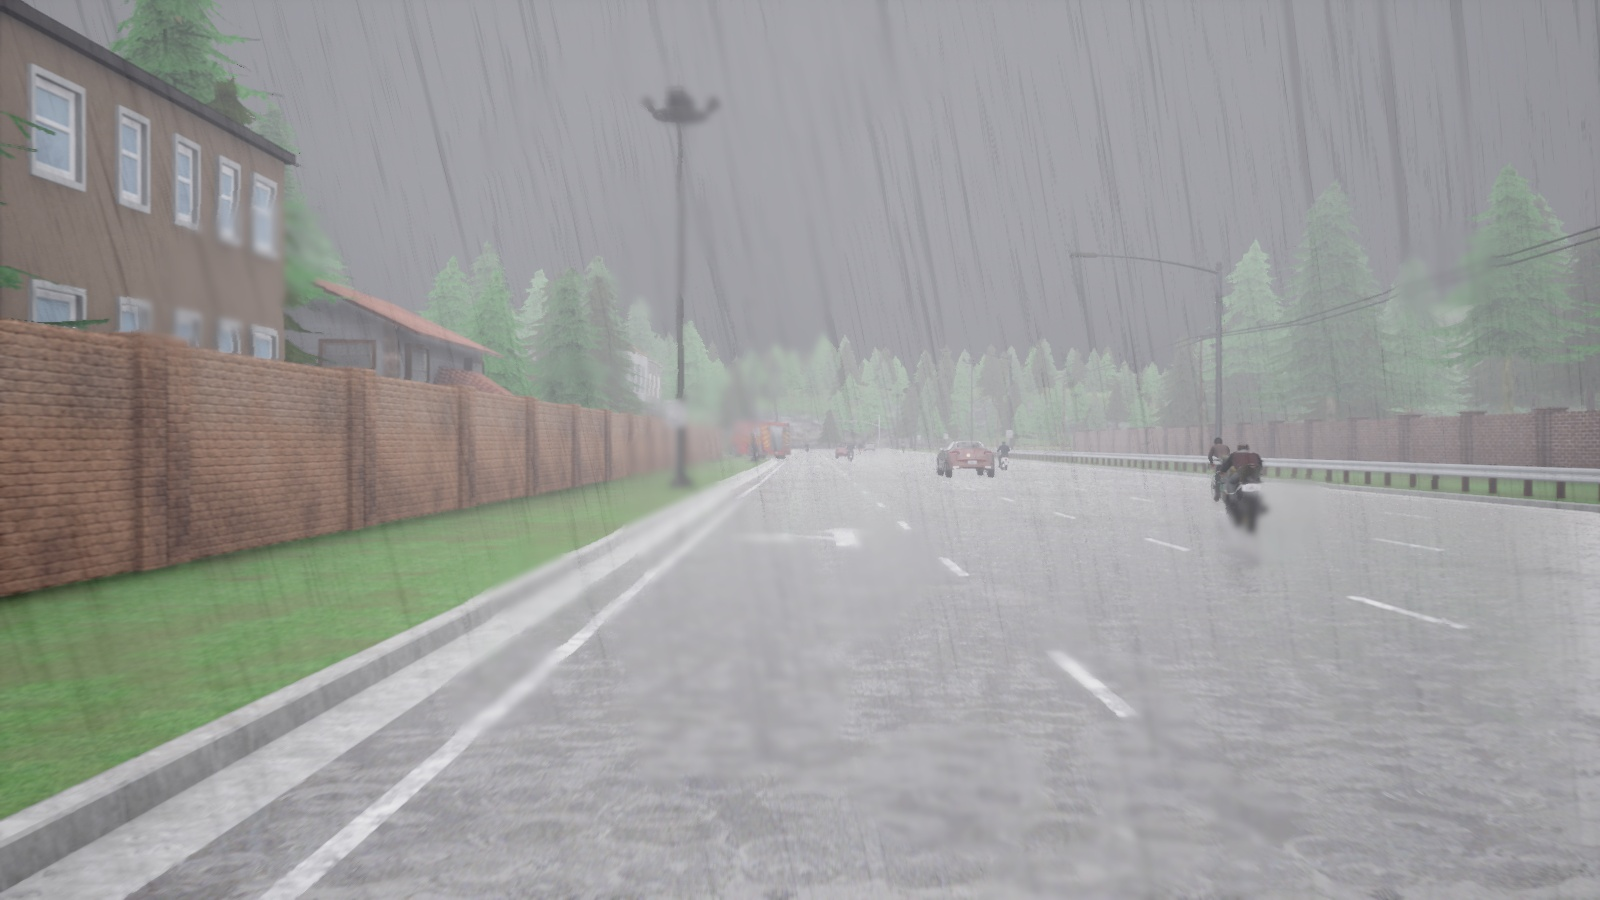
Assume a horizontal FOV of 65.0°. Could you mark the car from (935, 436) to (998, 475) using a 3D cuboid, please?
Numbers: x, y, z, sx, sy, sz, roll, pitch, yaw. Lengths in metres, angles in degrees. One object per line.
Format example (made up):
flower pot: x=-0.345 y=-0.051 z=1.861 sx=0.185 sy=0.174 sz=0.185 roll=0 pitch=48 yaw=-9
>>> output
car: x=7.332 y=0.216 z=55.847 sx=2.152 sy=1.651 sz=5.027 roll=0 pitch=0 yaw=0

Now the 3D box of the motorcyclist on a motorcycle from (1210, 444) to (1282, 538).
motorcyclist on a motorcycle: x=7.650 y=0.666 z=21.612 sx=0.866 sy=1.530 sz=2.191 roll=0 pitch=0 yaw=12
